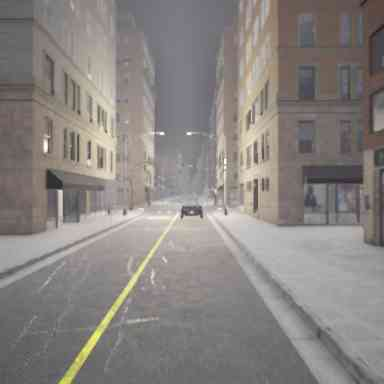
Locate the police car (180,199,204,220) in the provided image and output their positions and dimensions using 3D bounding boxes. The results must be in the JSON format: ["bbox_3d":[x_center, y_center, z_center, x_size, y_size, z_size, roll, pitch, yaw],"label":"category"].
[{"bbox_3d":[-0.008,1.406,28.918,1.930,1.638,5.238,0,0,0],"label":"police car"}]
